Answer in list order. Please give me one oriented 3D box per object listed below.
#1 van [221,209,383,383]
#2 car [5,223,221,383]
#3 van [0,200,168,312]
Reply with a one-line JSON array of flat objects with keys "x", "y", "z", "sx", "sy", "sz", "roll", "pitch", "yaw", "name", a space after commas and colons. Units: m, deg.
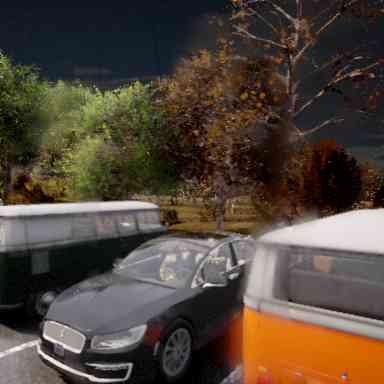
[{"x": 2.322, "y": 1.252, "z": 4.078, "sx": 1.878, "sy": 1.987, "sz": 4.442, "roll": 0, "pitch": 0, "yaw": 35, "name": "van"}, {"x": -0.044, "y": 1.464, "z": 5.630, "sx": 2.231, "sy": 1.521, "sz": 4.892, "roll": 0, "pitch": 0, "yaw": 35, "name": "car"}, {"x": -2.278, "y": 1.223, "z": 7.359, "sx": 1.878, "sy": 1.987, "sz": 4.442, "roll": 0, "pitch": 0, "yaw": 35, "name": "van"}]
